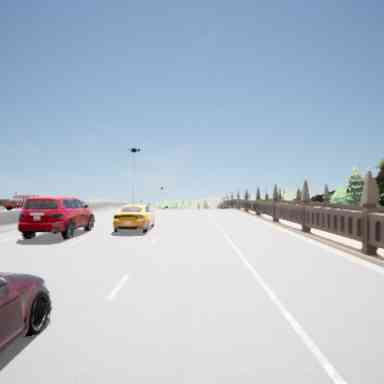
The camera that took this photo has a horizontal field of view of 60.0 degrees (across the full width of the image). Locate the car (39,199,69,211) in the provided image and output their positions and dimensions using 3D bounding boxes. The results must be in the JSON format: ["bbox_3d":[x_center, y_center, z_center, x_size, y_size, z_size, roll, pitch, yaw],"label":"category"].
[{"bbox_3d":[-17.563,1.598,42.648,1.837,1.490,4.892,0,-2,0],"label":"car"}]

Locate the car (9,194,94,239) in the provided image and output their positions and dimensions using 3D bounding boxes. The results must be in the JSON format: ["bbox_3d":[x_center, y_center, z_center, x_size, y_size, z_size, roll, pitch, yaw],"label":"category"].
[{"bbox_3d":[-6.896,1.244,17.484,2.150,2.045,5.566,0,0,0],"label":"car"}]

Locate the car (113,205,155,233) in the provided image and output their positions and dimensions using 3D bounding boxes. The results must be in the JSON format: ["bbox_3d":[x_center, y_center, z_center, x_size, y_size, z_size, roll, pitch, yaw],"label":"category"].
[{"bbox_3d":[-3.396,1.503,20.043,1.882,1.535,5.008,0,0,0],"label":"car"}]

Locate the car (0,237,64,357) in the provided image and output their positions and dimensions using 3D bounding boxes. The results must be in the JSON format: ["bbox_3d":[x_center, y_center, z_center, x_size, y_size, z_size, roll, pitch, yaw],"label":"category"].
[{"bbox_3d":[-3.400,1.570,4.046,1.994,1.385,4.181,0,0,0],"label":"car"}]

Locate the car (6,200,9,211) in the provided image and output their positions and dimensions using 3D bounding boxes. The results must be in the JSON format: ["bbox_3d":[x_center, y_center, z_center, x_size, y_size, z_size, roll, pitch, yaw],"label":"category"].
[{"bbox_3d":[-21.063,1.305,41.889,2.150,2.045,5.566,0,-1,0],"label":"car"}]

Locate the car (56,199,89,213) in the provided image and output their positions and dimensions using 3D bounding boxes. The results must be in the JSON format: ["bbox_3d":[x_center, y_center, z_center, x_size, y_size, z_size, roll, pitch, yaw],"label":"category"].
[{"bbox_3d":[-14.082,1.602,39.545,2.033,1.411,5.357,0,0,0],"label":"car"}]
